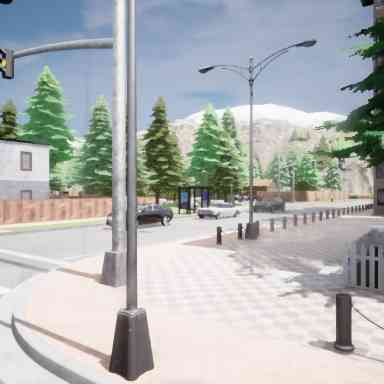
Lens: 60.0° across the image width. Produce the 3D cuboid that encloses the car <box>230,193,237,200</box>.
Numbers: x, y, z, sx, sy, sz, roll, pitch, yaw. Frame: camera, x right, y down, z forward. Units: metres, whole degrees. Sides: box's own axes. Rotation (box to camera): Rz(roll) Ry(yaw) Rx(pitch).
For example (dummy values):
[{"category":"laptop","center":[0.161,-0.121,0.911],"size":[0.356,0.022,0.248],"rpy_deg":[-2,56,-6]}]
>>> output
[{"category":"car","center":[10.737,1.146,79.124],"size":[1.905,1.878,3.866],"rpy_deg":[0,0,36]}]

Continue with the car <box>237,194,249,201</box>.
[{"category":"car","center":[13.001,1.144,77.963],"size":[1.932,1.855,4.605],"rpy_deg":[0,0,36]}]

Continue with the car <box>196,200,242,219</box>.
[{"category":"car","center":[2.399,1.586,28.628],"size":[1.895,1.301,4.718],"rpy_deg":[0,0,37]}]

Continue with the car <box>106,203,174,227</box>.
[{"category":"car","center":[-3.223,1.476,21.240],"size":[2.128,1.511,4.902],"rpy_deg":[0,0,37]}]

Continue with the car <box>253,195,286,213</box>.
[{"category":"car","center":[8.594,1.337,36.734],"size":[2.097,1.767,4.553],"rpy_deg":[0,0,38]}]
